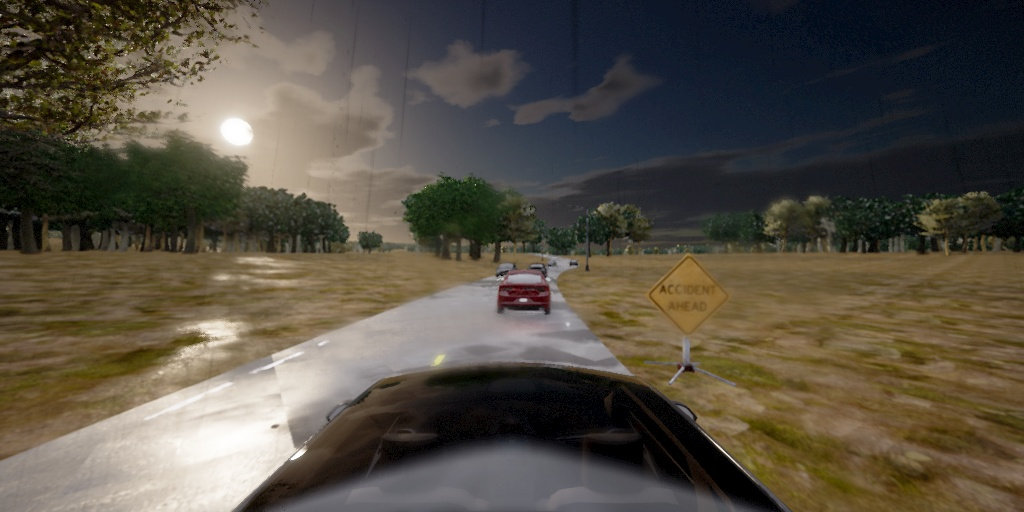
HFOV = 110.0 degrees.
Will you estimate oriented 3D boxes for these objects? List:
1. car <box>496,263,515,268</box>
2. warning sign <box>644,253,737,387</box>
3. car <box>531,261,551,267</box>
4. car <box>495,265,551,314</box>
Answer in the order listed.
[{"bbox_3d":[-0.469,1.475,36.638,1.837,1.490,4.892,0,0,8],"label":"car"},{"bbox_3d":[2.687,0.889,5.543,1.300,1.860,1.060,0,0,1],"label":"warning sign"},{"bbox_3d":[2.526,1.470,35.028,1.837,1.490,4.892,0,-1,8],"label":"car"},{"bbox_3d":[0.522,1.307,14.266,1.882,1.535,5.008,0,0,3],"label":"car"}]
